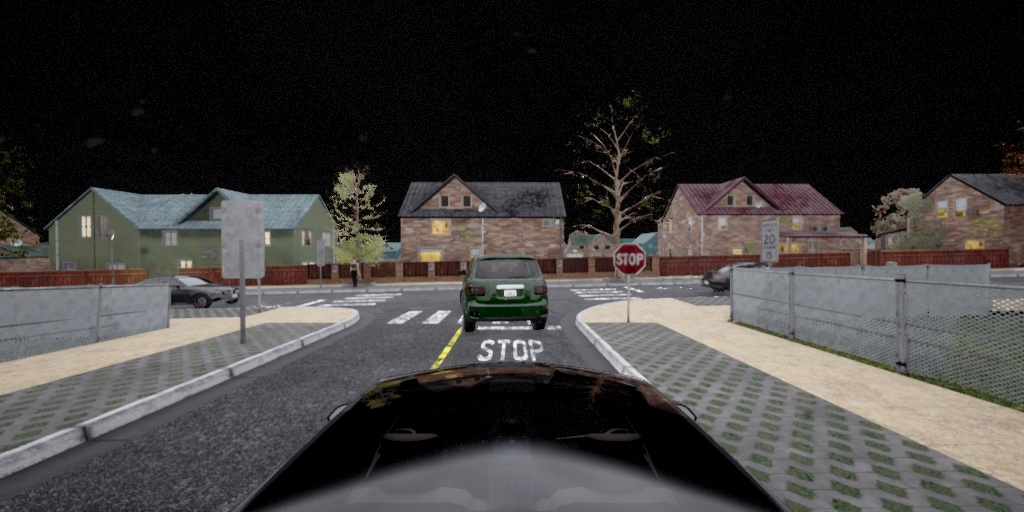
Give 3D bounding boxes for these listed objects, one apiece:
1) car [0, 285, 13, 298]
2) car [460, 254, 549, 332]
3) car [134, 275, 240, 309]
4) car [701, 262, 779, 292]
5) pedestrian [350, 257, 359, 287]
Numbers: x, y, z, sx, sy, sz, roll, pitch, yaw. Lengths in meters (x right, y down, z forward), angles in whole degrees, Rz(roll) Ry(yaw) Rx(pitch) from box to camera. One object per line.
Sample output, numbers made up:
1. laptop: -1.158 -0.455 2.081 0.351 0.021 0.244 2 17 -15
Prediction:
1. car: -25.088 1.799 16.118 4.902 1.511 2.128 -1 1 0
2. car: -0.427 0.968 11.031 2.150 2.045 5.566 0 0 -8
3. car: -14.821 1.591 16.141 4.674 1.442 1.812 -1 1 0
4. car: 11.060 0.979 16.194 4.674 1.442 1.812 -1 1 0
5. pedestrian: -9.663 0.993 22.004 0.375 1.860 0.375 0 2 0
